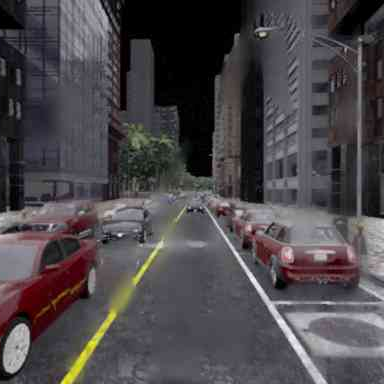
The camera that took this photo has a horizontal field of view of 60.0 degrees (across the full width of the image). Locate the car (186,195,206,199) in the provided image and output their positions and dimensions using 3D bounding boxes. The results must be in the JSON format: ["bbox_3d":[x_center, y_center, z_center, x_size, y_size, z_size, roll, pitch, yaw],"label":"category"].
[{"bbox_3d":[0.497,1.545,47.279,2.128,1.511,4.902,0,0,1],"label":"car"}]

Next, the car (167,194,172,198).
[{"bbox_3d":[-5.167,1.370,58.170,2.192,1.841,5.009,0,0,1],"label":"car"}]

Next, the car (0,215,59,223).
[{"bbox_3d":[-5.681,1.560,9.338,1.947,1.339,4.313,0,0,1],"label":"car"}]

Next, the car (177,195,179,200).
[{"bbox_3d":[-4.938,1.534,79.873,1.967,1.590,4.097,0,0,1],"label":"car"}]

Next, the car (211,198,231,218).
[{"bbox_3d":[3.072,1.582,30.945,1.887,1.381,4.507,0,0,1],"label":"car"}]

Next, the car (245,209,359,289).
[{"bbox_3d":[2.844,1.456,9.246,1.967,1.590,4.097,0,0,1],"label":"car"}]

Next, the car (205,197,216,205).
[{"bbox_3d":[3.414,1.632,63.493,1.887,1.381,4.507,0,0,1],"label":"car"}]

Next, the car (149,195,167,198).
[{"bbox_3d":[-5.281,1.352,47.319,2.192,1.841,5.009,0,0,1],"label":"car"}]

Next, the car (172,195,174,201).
[{"bbox_3d":[-5.109,1.609,63.595,1.887,1.381,4.507,0,0,1],"label":"car"}]

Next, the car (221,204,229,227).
[{"bbox_3d":[2.958,1.608,20.095,1.802,1.307,4.206,0,0,1],"label":"car"}]

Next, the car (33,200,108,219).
[{"bbox_3d":[-5.624,1.314,14.764,2.192,1.841,5.009,0,0,1],"label":"car"}]

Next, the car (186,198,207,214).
[{"bbox_3d":[0.364,1.637,35.899,1.895,1.301,4.718,0,0,1],"label":"car"}]

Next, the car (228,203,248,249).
[{"bbox_3d":[2.901,1.461,14.671,1.967,1.590,4.097,0,0,1],"label":"car"}]

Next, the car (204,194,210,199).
[{"bbox_3d":[3.301,1.508,52.643,1.967,1.590,4.097,0,0,1],"label":"car"}]

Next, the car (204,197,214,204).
[{"bbox_3d":[3.473,1.648,68.917,2.008,1.369,4.403,0,0,1],"label":"car"}]

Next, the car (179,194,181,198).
[{"bbox_3d":[-4.823,1.693,90.725,1.802,1.307,4.206,0,0,1],"label":"car"}]

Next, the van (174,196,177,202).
[{"bbox_3d":[-4.995,1.425,74.447,1.690,1.788,3.998,0,0,1],"label":"van"}]

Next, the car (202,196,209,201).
[{"bbox_3d":[3.702,1.700,90.617,1.947,1.339,4.313,0,0,1],"label":"car"}]

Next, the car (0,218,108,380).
[{"bbox_3d":[-3.046,1.475,5.666,1.882,1.535,5.008,0,0,0],"label":"car"}]

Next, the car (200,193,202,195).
[{"bbox_3d":[3.587,1.432,79.768,2.192,1.841,5.009,0,0,1],"label":"car"}]

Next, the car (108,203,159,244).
[{"bbox_3d":[-2.926,1.512,15.982,1.837,1.490,4.892,0,0,0],"label":"car"}]

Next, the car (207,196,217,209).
[{"bbox_3d":[3.188,1.577,41.964,1.752,1.417,4.829,0,0,1],"label":"car"}]

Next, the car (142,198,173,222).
[{"bbox_3d":[-2.810,1.522,26.314,1.837,1.490,4.892,0,0,1],"label":"car"}]
